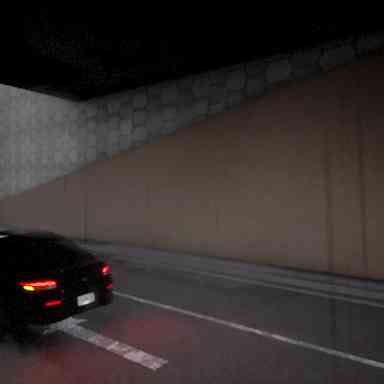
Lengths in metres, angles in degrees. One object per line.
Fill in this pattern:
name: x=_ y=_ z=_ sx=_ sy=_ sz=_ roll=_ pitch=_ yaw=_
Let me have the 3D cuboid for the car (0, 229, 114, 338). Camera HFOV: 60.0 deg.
car: x=-3.500 y=1.465 z=6.468 sx=4.674 sy=1.442 sz=1.812 roll=1 pitch=0 yaw=36
